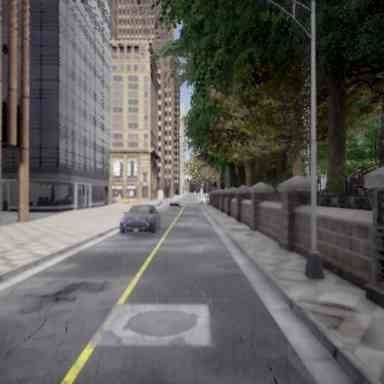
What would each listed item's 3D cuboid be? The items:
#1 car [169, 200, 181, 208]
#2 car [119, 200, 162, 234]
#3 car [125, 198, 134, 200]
[{"bbox_3d":[-3.046,2.164,59.191,1.895,1.301,4.718,0,-1,1],"label":"car"},{"bbox_3d":[-3.101,1.559,20.748,2.097,1.767,4.553,0,-1,0],"label":"car"},{"bbox_3d":[-14.940,2.154,80.964,4.829,1.417,1.752,1,-1,0],"label":"car"}]
